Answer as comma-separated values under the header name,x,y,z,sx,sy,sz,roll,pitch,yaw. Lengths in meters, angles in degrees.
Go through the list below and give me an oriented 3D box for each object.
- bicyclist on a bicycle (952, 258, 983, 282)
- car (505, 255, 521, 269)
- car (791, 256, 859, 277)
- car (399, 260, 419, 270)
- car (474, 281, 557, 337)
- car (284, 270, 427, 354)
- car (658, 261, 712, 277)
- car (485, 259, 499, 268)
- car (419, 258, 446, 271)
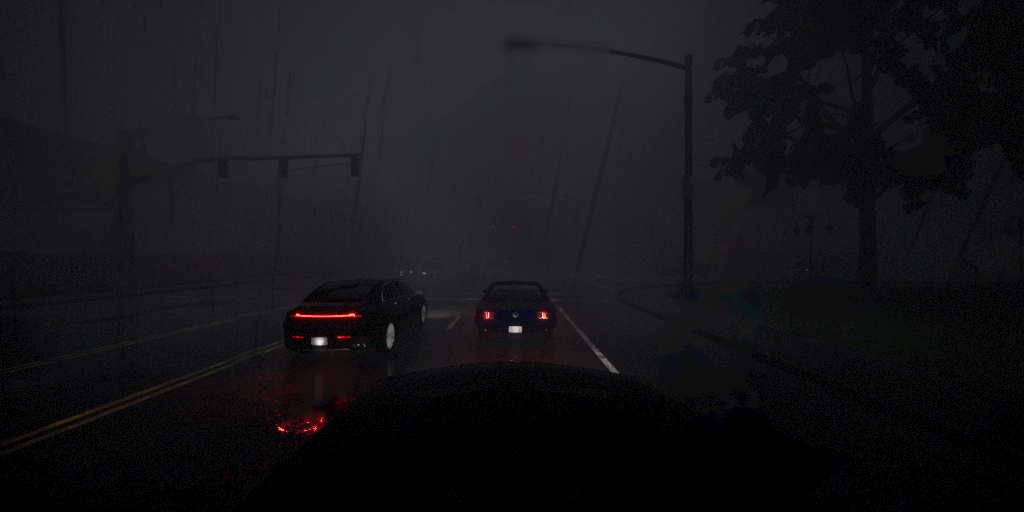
name,x,y,z,sx,sy,sz,roll,pitch,yaw
bicyclist on a bicycle,31.008,0.973,24.442,0.582,1.620,1.656,0,0,-1
car,0.198,0.882,53.044,2.150,2.045,5.566,0,1,0
car,30.494,0.973,34.902,5.566,2.045,2.150,0,0,-1
car,-14.004,1.252,49.261,1.994,1.385,4.181,0,0,0
car,0.098,1.351,10.229,1.895,1.301,4.718,0,0,0
car,-3.405,1.255,8.741,1.837,1.490,4.892,0,0,0
car,16.628,1.242,34.571,4.902,1.511,2.128,0,0,-1
car,-3.291,1.160,58.670,1.994,1.385,4.181,0,1,0
car,-10.511,1.297,47.536,1.895,1.301,4.718,0,0,0
